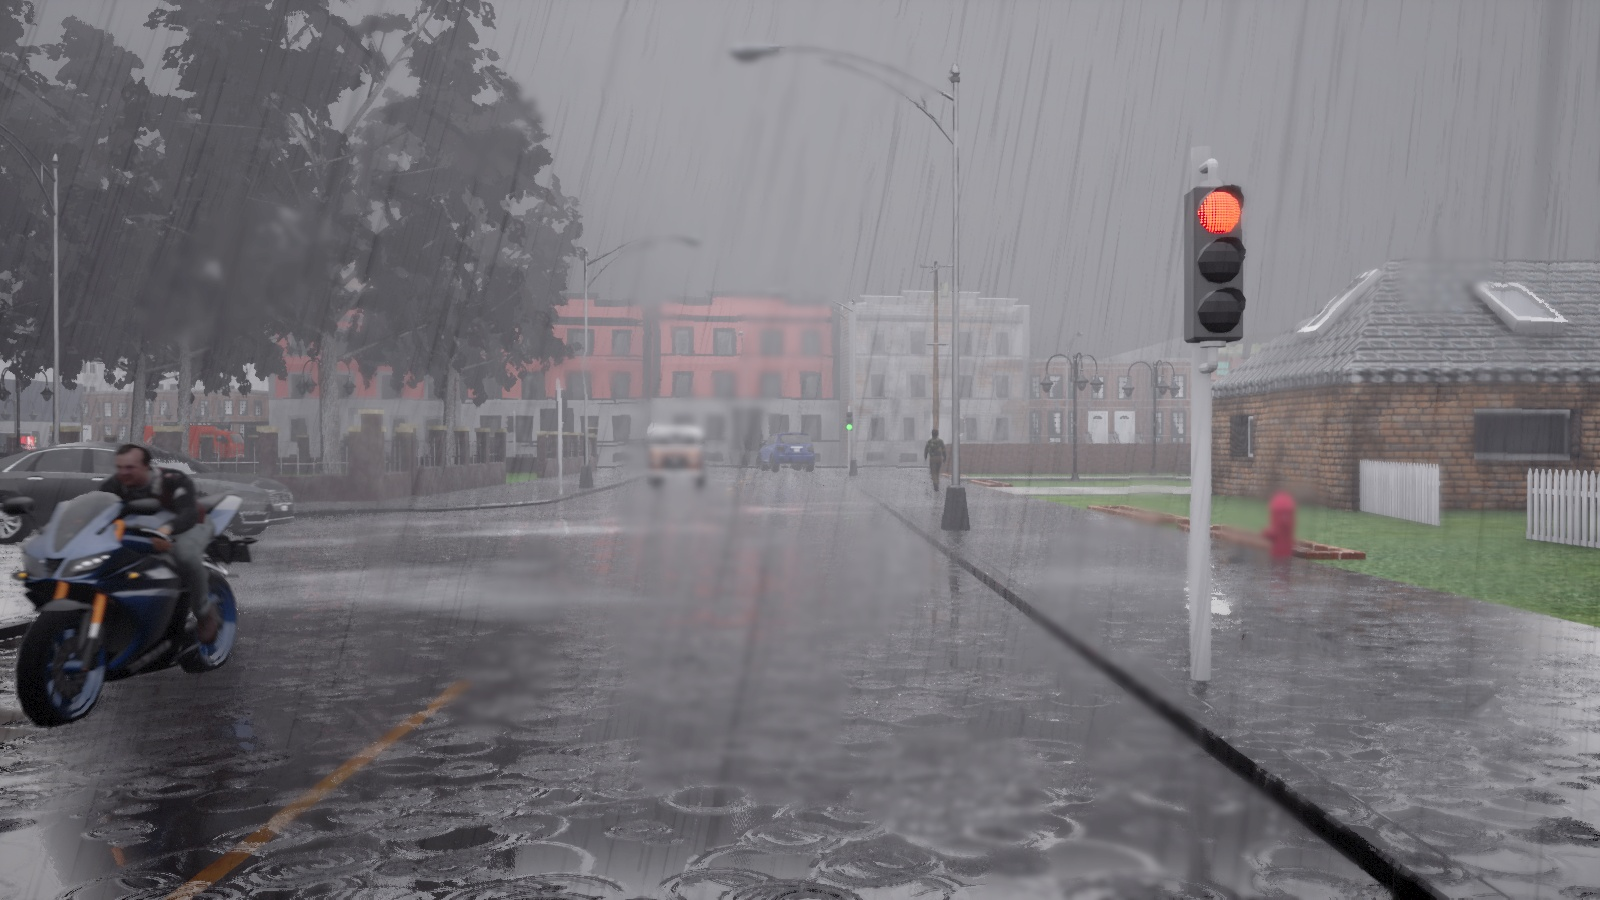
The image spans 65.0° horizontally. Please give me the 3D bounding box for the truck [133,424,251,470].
[{"bbox_3d":[-33.244,-0.155,68.773,5.204,2.467,2.627,0,0,0],"label":"truck"}]

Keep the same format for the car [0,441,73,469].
[{"bbox_3d":[-42.887,0.280,68.747,4.902,1.511,2.128,0,0,0],"label":"car"}]

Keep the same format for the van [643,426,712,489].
[{"bbox_3d":[-4.137,0.224,42.958,2.069,2.038,4.480,0,0,-2],"label":"van"}]

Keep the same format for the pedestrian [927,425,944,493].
[{"bbox_3d":[3.917,0.254,36.265,0.395,1.930,0.692,0,0,-1],"label":"pedestrian"}]

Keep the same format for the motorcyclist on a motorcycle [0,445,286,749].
[{"bbox_3d":[-3.942,0.736,7.432,0.866,1.530,2.191,0,0,1],"label":"motorcyclist on a motorcycle"}]

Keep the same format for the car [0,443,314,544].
[{"bbox_3d":[-10.343,0.633,19.487,4.892,1.490,1.837,0,0,1],"label":"car"}]

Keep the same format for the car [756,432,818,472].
[{"bbox_3d":[-0.760,0.090,66.362,2.150,2.045,5.566,0,0,-13],"label":"car"}]
